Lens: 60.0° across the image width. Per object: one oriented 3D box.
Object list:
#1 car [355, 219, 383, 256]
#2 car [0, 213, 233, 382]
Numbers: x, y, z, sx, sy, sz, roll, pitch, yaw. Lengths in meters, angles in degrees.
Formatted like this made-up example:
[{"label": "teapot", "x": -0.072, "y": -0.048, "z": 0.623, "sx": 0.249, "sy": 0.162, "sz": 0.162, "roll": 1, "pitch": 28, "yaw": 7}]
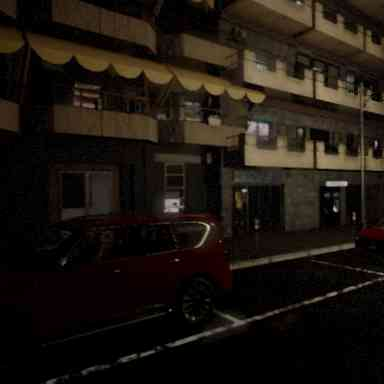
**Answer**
[{"label": "car", "x": 7.662, "y": 1.538, "z": 12.040, "sx": 4.507, "sy": 1.381, "sz": 1.887, "roll": 0, "pitch": -1, "yaw": -35}, {"label": "car", "x": -1.564, "y": 1.314, "z": 5.464, "sx": 5.009, "sy": 1.841, "sz": 2.192, "roll": 0, "pitch": -1, "yaw": -35}]
